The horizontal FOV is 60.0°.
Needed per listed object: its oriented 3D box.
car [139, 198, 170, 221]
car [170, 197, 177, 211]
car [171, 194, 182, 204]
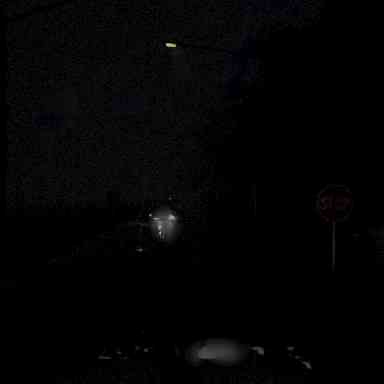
[{"bbox_3d":[-3.099,1.489,27.221,1.837,1.490,4.892,0,0,0],"label":"car"},{"bbox_3d":[-3.097,1.573,39.405,1.895,1.301,4.718,0,0,0],"label":"car"},{"bbox_3d":[-3.010,1.200,60.937,2.097,1.767,4.553,0,1,0],"label":"car"}]
